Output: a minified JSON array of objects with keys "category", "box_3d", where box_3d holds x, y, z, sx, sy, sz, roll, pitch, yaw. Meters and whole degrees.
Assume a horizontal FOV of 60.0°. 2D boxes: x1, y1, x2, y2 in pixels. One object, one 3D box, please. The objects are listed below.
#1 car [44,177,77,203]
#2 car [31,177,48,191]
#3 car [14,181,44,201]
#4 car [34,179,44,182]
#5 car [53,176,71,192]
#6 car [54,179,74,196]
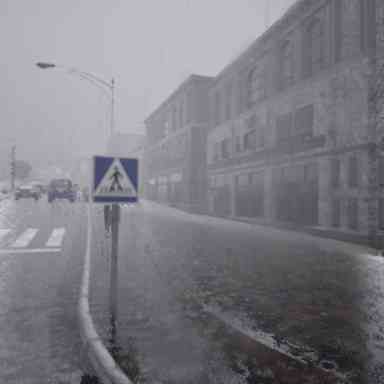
[{"category":"car","box_3d":[-11.761,-0.155,30.217,2.150,2.045,5.566,1,3,-18]},{"category":"car","box_3d":[-22.320,-1.177,48.742,2.097,1.767,4.553,1,2,-24]},{"category":"car","box_3d":[-15.244,-0.012,31.014,1.812,1.442,4.674,1,3,-20]},{"category":"car","box_3d":[-18.869,-0.588,40.430,1.882,1.535,5.008,1,3,-22]},{"category":"car","box_3d":[-19.418,-1.226,49.598,2.150,2.045,5.566,1,2,-24]},{"category":"car","box_3d":[-15.552,-0.580,40.218,2.097,1.767,4.553,1,2,-22]}]
